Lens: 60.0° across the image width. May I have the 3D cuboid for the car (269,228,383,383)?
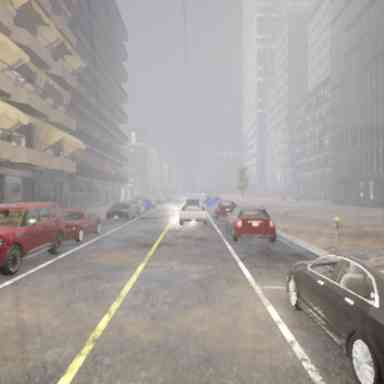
[{"bbox_3d":[2.701,1.538,4.932,2.008,1.369,4.403,1,0,0],"label":"car"}]

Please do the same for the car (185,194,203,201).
[{"bbox_3d":[0.099,1.363,45.518,1.882,1.535,5.008,0,0,0],"label":"car"}]

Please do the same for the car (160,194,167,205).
[{"bbox_3d":[-5.680,1.414,55.059,2.008,1.369,4.403,1,0,0],"label":"car"}]

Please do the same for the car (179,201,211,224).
[{"bbox_3d":[0.098,1.539,23.760,1.895,1.301,4.718,0,0,0],"label":"car"}]

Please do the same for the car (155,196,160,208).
[{"bbox_3d":[-5.680,1.416,43.751,1.752,1.417,4.829,1,0,0],"label":"car"}]

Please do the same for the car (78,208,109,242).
[{"bbox_3d":[-5.680,1.503,16.072,1.887,1.381,4.507,1,0,0],"label":"car"}]

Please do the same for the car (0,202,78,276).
[{"bbox_3d":[-5.676,1.288,10.502,2.192,1.841,5.009,1,0,0],"label":"car"}]

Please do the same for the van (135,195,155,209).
[{"bbox_3d":[-5.677,1.245,38.351,1.690,1.788,3.998,1,0,0],"label":"van"}]

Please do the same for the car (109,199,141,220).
[{"bbox_3d":[-5.680,1.496,27.212,1.947,1.339,4.313,1,0,0],"label":"car"}]

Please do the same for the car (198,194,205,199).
[{"bbox_3d":[2.698,1.320,94.047,1.887,1.381,4.507,1,0,0],"label":"car"}]

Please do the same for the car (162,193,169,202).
[{"bbox_3d":[-5.681,1.376,60.460,1.752,1.417,4.829,1,0,0],"label":"car"}]

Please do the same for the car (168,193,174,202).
[{"bbox_3d":[-5.678,1.139,71.768,2.192,1.841,5.009,1,0,0],"label":"car"}]

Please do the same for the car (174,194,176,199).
[{"bbox_3d":[-5.682,1.332,88.478,1.887,1.381,4.507,1,0,0],"label":"car"}]

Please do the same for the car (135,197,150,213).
[{"bbox_3d":[-5.680,1.468,32.781,2.008,1.369,4.403,1,0,0],"label":"car"}]

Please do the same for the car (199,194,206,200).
[{"bbox_3d":[2.699,1.312,88.647,1.752,1.417,4.829,1,0,0],"label":"car"}]

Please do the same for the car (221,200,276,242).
[{"bbox_3d":[2.702,1.398,16.071,1.967,1.590,4.097,1,0,0],"label":"car"}]

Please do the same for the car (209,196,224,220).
[{"bbox_3d":[2.702,1.370,27.211,1.967,1.590,4.097,1,0,0],"label":"car"}]

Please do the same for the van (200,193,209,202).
[{"bbox_3d":[2.702,1.165,71.768,1.690,1.788,3.998,1,0,0],"label":"van"}]

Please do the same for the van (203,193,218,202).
[{"bbox_3d":[2.703,1.231,43.920,1.690,1.788,3.998,1,0,0],"label":"van"}]
